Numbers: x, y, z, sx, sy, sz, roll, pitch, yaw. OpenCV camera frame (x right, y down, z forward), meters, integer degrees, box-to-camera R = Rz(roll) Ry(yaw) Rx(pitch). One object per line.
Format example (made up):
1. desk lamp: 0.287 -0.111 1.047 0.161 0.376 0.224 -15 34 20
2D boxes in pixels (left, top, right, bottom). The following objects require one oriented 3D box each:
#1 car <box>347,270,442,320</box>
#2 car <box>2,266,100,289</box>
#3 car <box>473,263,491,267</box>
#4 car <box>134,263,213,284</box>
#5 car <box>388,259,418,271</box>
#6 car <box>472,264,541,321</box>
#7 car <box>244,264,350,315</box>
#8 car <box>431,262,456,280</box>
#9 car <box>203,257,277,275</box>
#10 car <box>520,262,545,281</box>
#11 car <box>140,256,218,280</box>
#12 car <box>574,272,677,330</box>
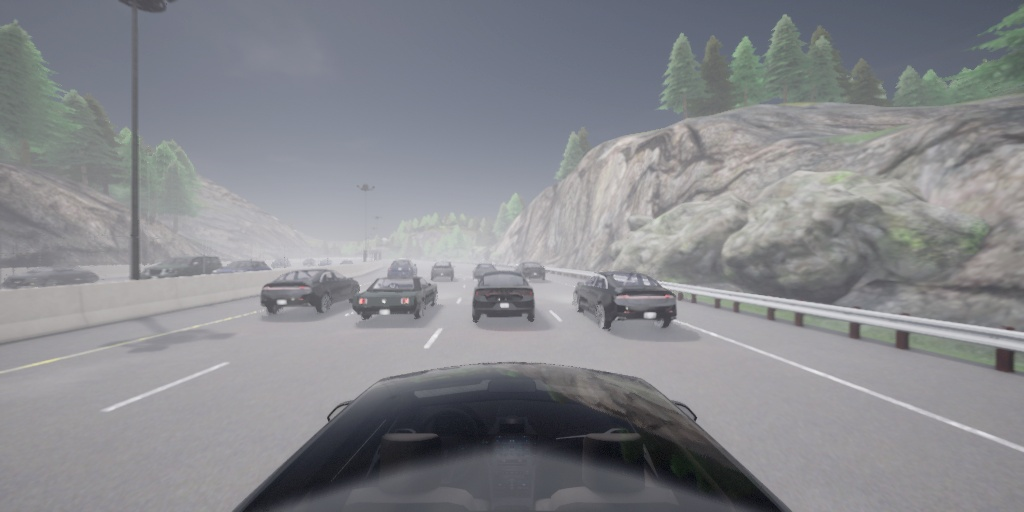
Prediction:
1. car: -3.844 1.346 12.694 1.895 1.301 4.718 0 0 -3
2. car: -29.729 1.349 23.324 1.994 1.385 4.181 0 0 -8
3. car: -2.272 1.287 30.213 1.994 1.385 4.181 0 0 -9
4. car: -27.039 1.321 28.984 2.033 1.411 5.357 0 0 -10
5. car: -9.632 1.088 31.835 2.097 1.767 4.553 0 0 -9
6. car: -0.341 1.216 12.442 1.882 1.535 5.008 0 0 -3
7. car: -7.445 1.243 13.762 2.128 1.511 4.902 0 0 -4
8. car: -5.886 1.221 30.641 2.128 1.511 4.902 0 0 -9
9. car: -19.524 1.114 26.024 2.097 1.767 4.553 0 0 -9
10. car: 1.395 1.194 29.443 1.882 1.535 5.008 0 0 -8
11. car: -22.924 0.991 25.290 2.150 2.045 5.566 0 0 -8
12. car: 3.230 1.225 11.137 2.128 1.511 4.902 0 0 -3
